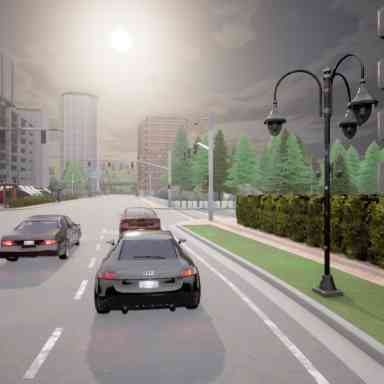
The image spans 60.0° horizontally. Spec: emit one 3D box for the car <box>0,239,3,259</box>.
[{"bbox_3d":[-3.876,1.492,2.757,2.128,1.511,4.902,0,0,-5],"label":"car"}]

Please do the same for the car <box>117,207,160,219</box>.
[{"bbox_3d":[-2.659,1.478,16.563,1.882,1.535,5.008,0,0,-12],"label":"car"}]

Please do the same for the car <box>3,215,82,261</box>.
[{"bbox_3d":[-5.317,1.547,12.289,2.033,1.411,5.357,0,0,-11],"label":"car"}]

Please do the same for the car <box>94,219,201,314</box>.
[{"bbox_3d":[-1.042,1.564,7.725,1.994,1.385,4.181,0,0,-9],"label":"car"}]
